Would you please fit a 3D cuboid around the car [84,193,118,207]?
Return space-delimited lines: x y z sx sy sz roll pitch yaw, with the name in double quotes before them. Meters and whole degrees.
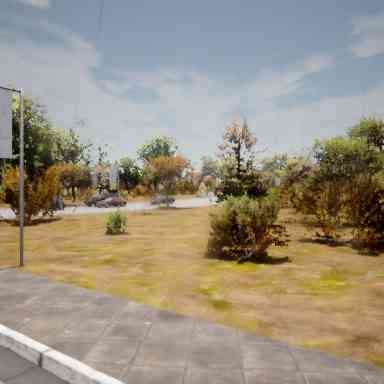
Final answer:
"car" -13.579 1.153 50.657 2.150 2.045 5.566 0 1 39

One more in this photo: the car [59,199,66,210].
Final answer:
"car" -17.695 1.347 39.941 2.097 1.767 4.553 0 0 39

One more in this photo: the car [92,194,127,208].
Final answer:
"car" -11.451 1.466 47.708 1.812 1.442 4.674 0 0 38

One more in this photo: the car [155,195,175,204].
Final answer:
"car" -4.933 1.302 55.817 2.128 1.511 4.902 0 1 39
